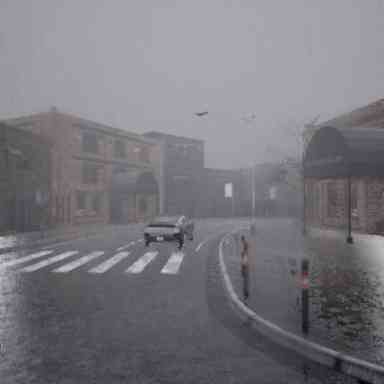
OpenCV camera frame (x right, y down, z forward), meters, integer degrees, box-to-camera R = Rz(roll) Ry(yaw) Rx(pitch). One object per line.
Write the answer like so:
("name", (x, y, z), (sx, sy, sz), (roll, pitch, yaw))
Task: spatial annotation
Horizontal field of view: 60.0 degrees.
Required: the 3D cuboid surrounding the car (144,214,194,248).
("car", (-1.032, 1.887, 16.832), (2.128, 1.511, 4.902), (0, -2, 8))
